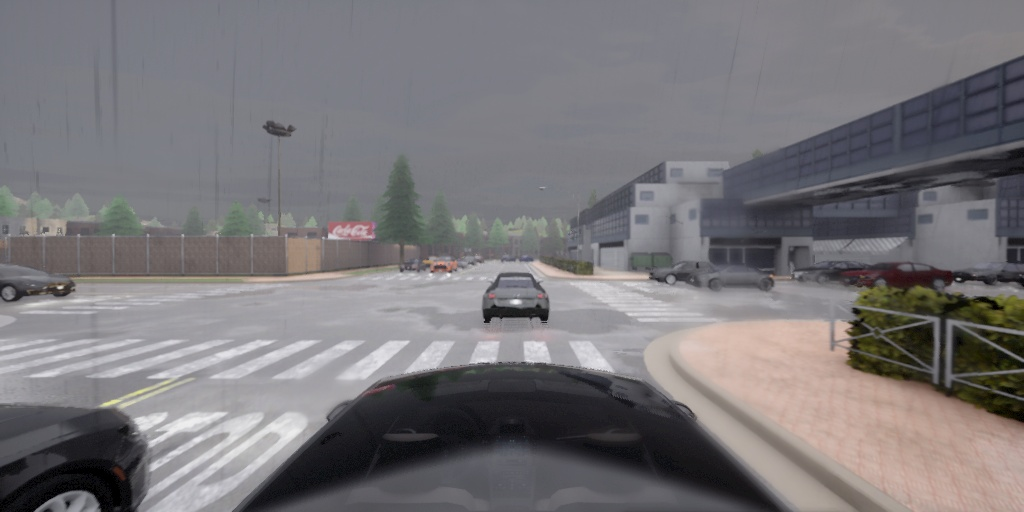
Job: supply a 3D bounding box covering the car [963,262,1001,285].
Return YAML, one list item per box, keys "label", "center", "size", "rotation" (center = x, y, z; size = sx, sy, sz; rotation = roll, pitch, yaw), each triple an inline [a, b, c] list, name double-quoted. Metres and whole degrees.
- label: "car"
  center: [31.406, 1.108, 23.078]
  size: [5.357, 1.411, 2.033]
  rotation: [0, 1, 0]

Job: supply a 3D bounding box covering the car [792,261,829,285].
- label: "car"
  center: [20.815, 1.051, 23.113]
  size: [4.902, 1.511, 2.128]
  rotation: [0, 1, 0]

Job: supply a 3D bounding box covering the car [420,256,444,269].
- label: "car"
  center: [-10.252, 0.824, 46.457]
  size: [1.882, 1.535, 5.008]
  rotation: [0, 1, 1]

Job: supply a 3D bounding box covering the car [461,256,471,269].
- label: "car"
  center: [-6.765, 0.954, 45.652]
  size: [1.895, 1.301, 4.718]
  rotation: [0, 1, 1]

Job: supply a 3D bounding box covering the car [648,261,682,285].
- label: "car"
  center: [11.400, 1.062, 23.184]
  size: [4.892, 1.490, 1.837]
  rotation: [0, 1, 2]

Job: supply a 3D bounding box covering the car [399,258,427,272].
- label: "car"
  center: [-10.352, 0.988, 37.816]
  size: [1.994, 1.385, 4.181]
  rotation: [0, 1, 1]

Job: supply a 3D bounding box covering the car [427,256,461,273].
- label: "car"
  center: [-6.864, 0.787, 36.663]
  size: [2.097, 1.767, 4.553]
  rotation: [0, 1, 1]

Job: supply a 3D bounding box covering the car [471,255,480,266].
- label: "car"
  center: [-6.610, 0.766, 55.870]
  size: [1.837, 1.490, 4.892]
  rotation: [0, 1, 1]

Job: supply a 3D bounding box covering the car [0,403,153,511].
- label: "car"
  center: [-3.454, 1.265, 0.521]
  size: [1.837, 1.490, 4.892]
  rotation: [0, 1, -2]

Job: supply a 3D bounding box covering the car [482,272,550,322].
- label: "car"
  center: [0.116, 1.222, 11.865]
  size: [1.994, 1.385, 4.181]
  rotation: [0, 0, 0]

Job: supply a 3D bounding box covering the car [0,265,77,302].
- label: "car"
  center: [-21.802, 1.113, 15.390]
  size: [4.892, 1.490, 1.837]
  rotation: [0, 1, 0]

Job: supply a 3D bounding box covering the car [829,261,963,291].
- label: "car"
  center: [20.848, 1.068, 19.612]
  size: [5.008, 1.535, 1.882]
  rotation: [0, 1, 0]

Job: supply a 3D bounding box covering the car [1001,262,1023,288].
- label: "car"
  center: [30.799, 1.083, 19.577]
  size: [4.902, 1.511, 2.128]
  rotation: [0, 1, 0]

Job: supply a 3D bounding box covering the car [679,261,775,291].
- label: "car"
  center: [11.876, 1.154, 19.641]
  size: [4.181, 1.385, 1.994]
  rotation: [0, 1, 0]
